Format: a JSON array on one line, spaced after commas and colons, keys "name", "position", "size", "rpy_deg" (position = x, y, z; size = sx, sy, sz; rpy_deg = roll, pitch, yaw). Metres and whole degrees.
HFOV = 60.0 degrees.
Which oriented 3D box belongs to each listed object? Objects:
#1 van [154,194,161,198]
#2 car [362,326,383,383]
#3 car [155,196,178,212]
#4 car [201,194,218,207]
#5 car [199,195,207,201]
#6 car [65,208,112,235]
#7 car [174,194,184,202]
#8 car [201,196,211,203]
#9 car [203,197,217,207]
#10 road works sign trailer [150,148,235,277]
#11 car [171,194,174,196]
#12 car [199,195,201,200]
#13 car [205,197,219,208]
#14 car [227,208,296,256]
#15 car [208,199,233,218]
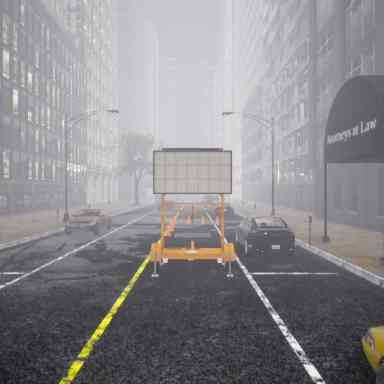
[{"name": "van", "position": [-5.571, 1.315, 58.544], "size": [1.690, 1.788, 3.998], "rpy_deg": [0, 0, 0]}, {"name": "car", "position": [2.687, 1.525, 1.711], "size": [1.752, 1.417, 4.829], "rpy_deg": [0, 0, 0]}, {"name": "car", "position": [-3.016, 1.553, 38.954], "size": [1.994, 1.385, 4.181], "rpy_deg": [0, 0, 0]}, {"name": "car", "position": [2.785, 1.299, 47.124], "size": [2.192, 1.841, 5.009], "rpy_deg": [0, 0, 0]}, {"name": "car", "position": [2.874, 1.466, 87.183], "size": [1.752, 1.417, 4.829], "rpy_deg": [0, 0, 0]}, {"name": "car", "position": [-5.656, 1.579, 18.658], "size": [1.802, 1.307, 4.206], "rpy_deg": [0, 0, 0]}, {"name": "car", "position": [-2.839, 1.463, 74.706], "size": [1.837, 1.490, 4.892], "rpy_deg": [0, 0, 0]}, {"name": "car", "position": [2.836, 1.508, 69.917], "size": [1.887, 1.381, 4.507], "rpy_deg": [0, 0, 0]}, {"name": "car", "position": [2.799, 1.524, 52.822], "size": [1.887, 1.381, 4.507], "rpy_deg": [0, 0, 0]}, {"name": "road works sign trailer", "position": [0.019, 0.463, 10.228], "size": [2.380, 3.560, 2.880], "rpy_deg": [0, 0, 0]}, {"name": "car", "position": [-5.544, 1.514, 69.938], "size": [2.008, 1.369, 4.403], "rpy_deg": [0, 0, 0]}, {"name": "car", "position": [2.810, 1.289, 58.521], "size": [2.192, 1.841, 5.009], "rpy_deg": [0, 0, 0]}, {"name": "car", "position": [2.762, 1.535, 35.728], "size": [1.887, 1.381, 4.507], "rpy_deg": [0, 0, 0]}, {"name": "car", "position": [2.712, 1.549, 12.935], "size": [2.008, 1.369, 4.403], "rpy_deg": [0, 0, 0]}, {"name": "car", "position": [2.749, 1.559, 30.030], "size": [1.947, 1.339, 4.313], "rpy_deg": [0, 0, 0]}]
